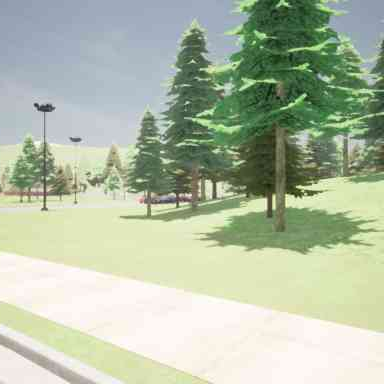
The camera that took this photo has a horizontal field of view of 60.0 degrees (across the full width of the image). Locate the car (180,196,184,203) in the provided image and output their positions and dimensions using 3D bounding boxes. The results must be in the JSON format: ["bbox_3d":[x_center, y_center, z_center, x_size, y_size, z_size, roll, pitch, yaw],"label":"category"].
[{"bbox_3d":[-1.826,1.467,69.653,1.882,1.535,5.008,0,0,36],"label":"car"}]

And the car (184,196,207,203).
[{"bbox_3d":[1.013,1.601,67.606,1.895,1.301,4.718,0,0,36],"label":"car"}]

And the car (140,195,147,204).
[{"bbox_3d":[-6.894,1.352,62.666,2.097,1.767,4.553,0,0,37],"label":"car"}]

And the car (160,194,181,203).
[{"bbox_3d":[-4.665,1.345,71.700,2.097,1.767,4.553,0,0,36],"label":"car"}]

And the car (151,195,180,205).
[{"bbox_3d":[-4.903,1.601,59.459,1.895,1.301,4.718,0,0,37],"label":"car"}]
